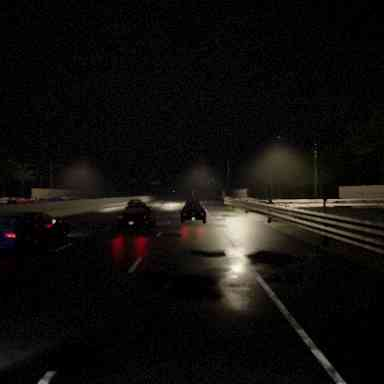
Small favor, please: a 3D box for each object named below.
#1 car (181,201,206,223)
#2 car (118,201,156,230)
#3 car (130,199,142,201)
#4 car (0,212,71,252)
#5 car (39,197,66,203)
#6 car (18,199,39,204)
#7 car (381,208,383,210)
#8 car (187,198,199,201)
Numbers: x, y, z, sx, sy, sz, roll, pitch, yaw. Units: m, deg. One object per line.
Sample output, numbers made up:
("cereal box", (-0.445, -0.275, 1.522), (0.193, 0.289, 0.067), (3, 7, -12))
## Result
("car", (0.103, 1.627, 26.018), (1.895, 1.301, 4.718), (0, 0, 0))
("car", (-3.397, 1.544, 20.897), (1.812, 1.442, 4.674), (0, 0, 0))
("car", (-6.896, 1.612, 41.051), (2.033, 1.411, 5.357), (0, 0, 0))
("car", (-6.898, 1.558, 14.011), (2.033, 1.411, 5.357), (0, 0, 0))
("car", (-21.028, 1.580, 50.956), (1.882, 1.535, 5.008), (0, 0, 1))
("car", (-24.527, 1.703, 50.739), (1.895, 1.301, 4.718), (0, 0, 1))
("car", (21.167, 1.246, 32.858), (1.837, 1.490, 4.892), (1, -3, -18))
("car", (0.105, 1.548, 42.893), (1.882, 1.535, 5.008), (0, 0, 0))
